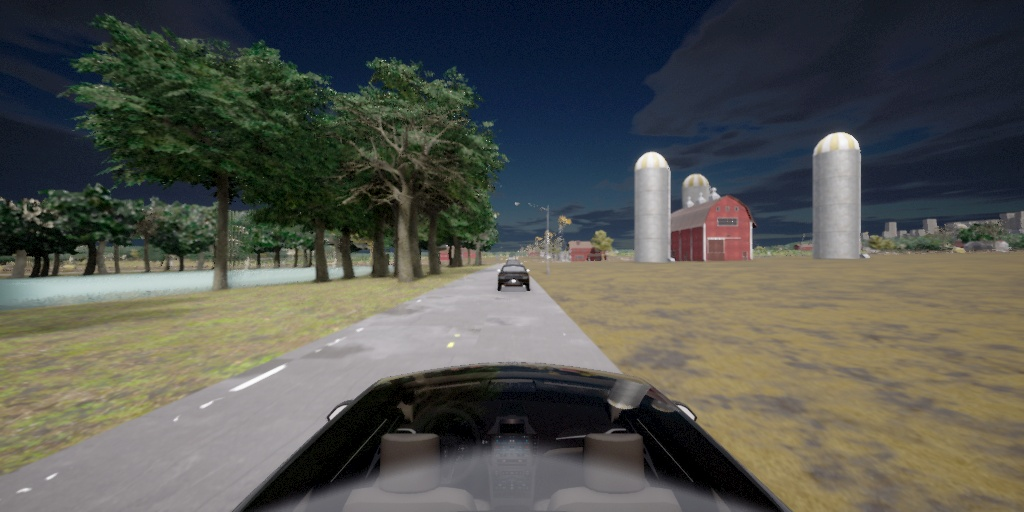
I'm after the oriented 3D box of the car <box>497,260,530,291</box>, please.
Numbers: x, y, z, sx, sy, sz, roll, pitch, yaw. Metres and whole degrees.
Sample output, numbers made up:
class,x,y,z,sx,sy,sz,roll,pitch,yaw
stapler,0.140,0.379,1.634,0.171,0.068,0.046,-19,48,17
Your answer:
class,x,y,z,sx,sy,sz,roll,pitch,yaw
car,0.098,1.239,22.254,1.882,1.535,5.008,0,0,0
